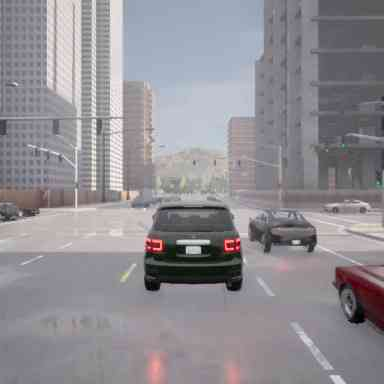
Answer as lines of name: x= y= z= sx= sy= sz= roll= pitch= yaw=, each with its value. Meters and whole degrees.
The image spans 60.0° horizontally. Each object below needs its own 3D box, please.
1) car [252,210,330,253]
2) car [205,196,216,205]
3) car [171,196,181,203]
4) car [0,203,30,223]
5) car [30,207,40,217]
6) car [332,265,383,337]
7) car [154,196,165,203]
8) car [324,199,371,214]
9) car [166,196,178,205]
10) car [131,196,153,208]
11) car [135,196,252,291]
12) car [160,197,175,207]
car: x=3.540 y=1.492 z=13.726 sx=2.128 sy=1.511 sz=4.902 roll=0 pitch=0 yaw=0
car: x=3.484 y=1.505 z=62.076 sx=1.837 sy=1.490 sz=4.892 roll=0 pitch=0 yaw=1
car: x=-3.469 y=1.553 z=73.025 sx=1.994 sy=1.385 sz=4.181 roll=0 pitch=0 yaw=1
car: x=-15.293 y=1.506 z=25.008 sx=4.892 sy=1.490 sz=1.837 roll=0 pitch=0 yaw=0
car: x=-15.773 y=1.601 z=28.758 sx=4.718 sy=1.301 sz=1.895 roll=0 pitch=0 yaw=-4
car: x=3.591 y=1.601 z=4.192 sx=1.895 sy=1.301 sz=4.718 roll=0 pitch=0 yaw=0
car: x=-6.991 y=1.595 z=71.439 sx=1.895 sy=1.301 sz=4.718 roll=0 pitch=0 yaw=1
car: x=16.543 y=1.526 z=35.573 sx=4.674 sy=1.442 sz=1.812 roll=0 pitch=0 yaw=0
car: x=-3.683 y=1.505 z=61.663 sx=1.837 sy=1.490 sz=4.892 roll=0 pitch=0 yaw=1
car: x=-7.381 y=1.352 z=47.955 sx=2.097 sy=1.767 sz=4.553 roll=0 pitch=0 yaw=1
car: x=0.034 y=1.221 z=9.149 sx=2.150 sy=2.045 sz=5.566 roll=0 pitch=0 yaw=0
car: x=-3.833 y=1.505 z=52.221 sx=1.837 sy=1.490 sz=4.892 roll=0 pitch=0 yaw=1
